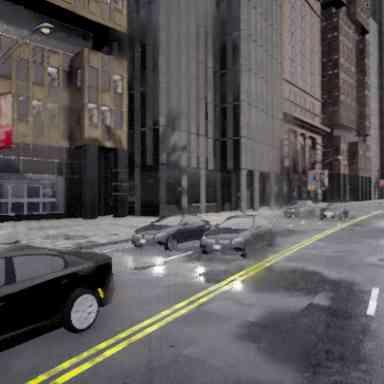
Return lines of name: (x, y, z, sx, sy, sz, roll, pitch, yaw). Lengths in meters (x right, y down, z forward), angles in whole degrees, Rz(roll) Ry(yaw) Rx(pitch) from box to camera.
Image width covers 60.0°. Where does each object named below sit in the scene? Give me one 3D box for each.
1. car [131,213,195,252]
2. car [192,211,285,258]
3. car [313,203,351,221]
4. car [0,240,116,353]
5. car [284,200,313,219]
car: (-0.721, 1.699, 15.204, 1.812, 1.442, 4.674, -1, -1, 32)
car: (2.104, 1.663, 13.587, 1.812, 1.442, 4.674, -1, -1, 32)
car: (12.730, 1.718, 29.526, 2.128, 1.511, 4.902, -1, -1, 35)
car: (-3.303, 1.554, 4.756, 1.882, 1.535, 5.008, -1, -1, 30)
car: (10.455, 1.617, 31.935, 2.097, 1.767, 4.553, -1, -1, 35)
